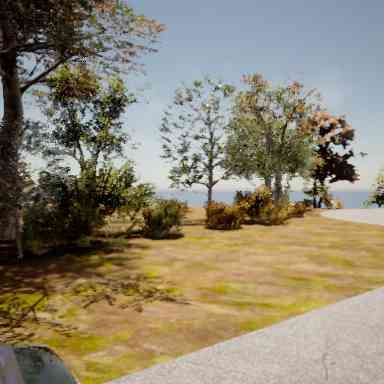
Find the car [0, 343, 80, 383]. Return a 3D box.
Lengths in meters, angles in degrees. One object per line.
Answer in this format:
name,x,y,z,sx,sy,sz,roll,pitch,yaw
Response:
car,-2.479,1.555,1.296,4.181,1.385,1.994,0,1,-35
